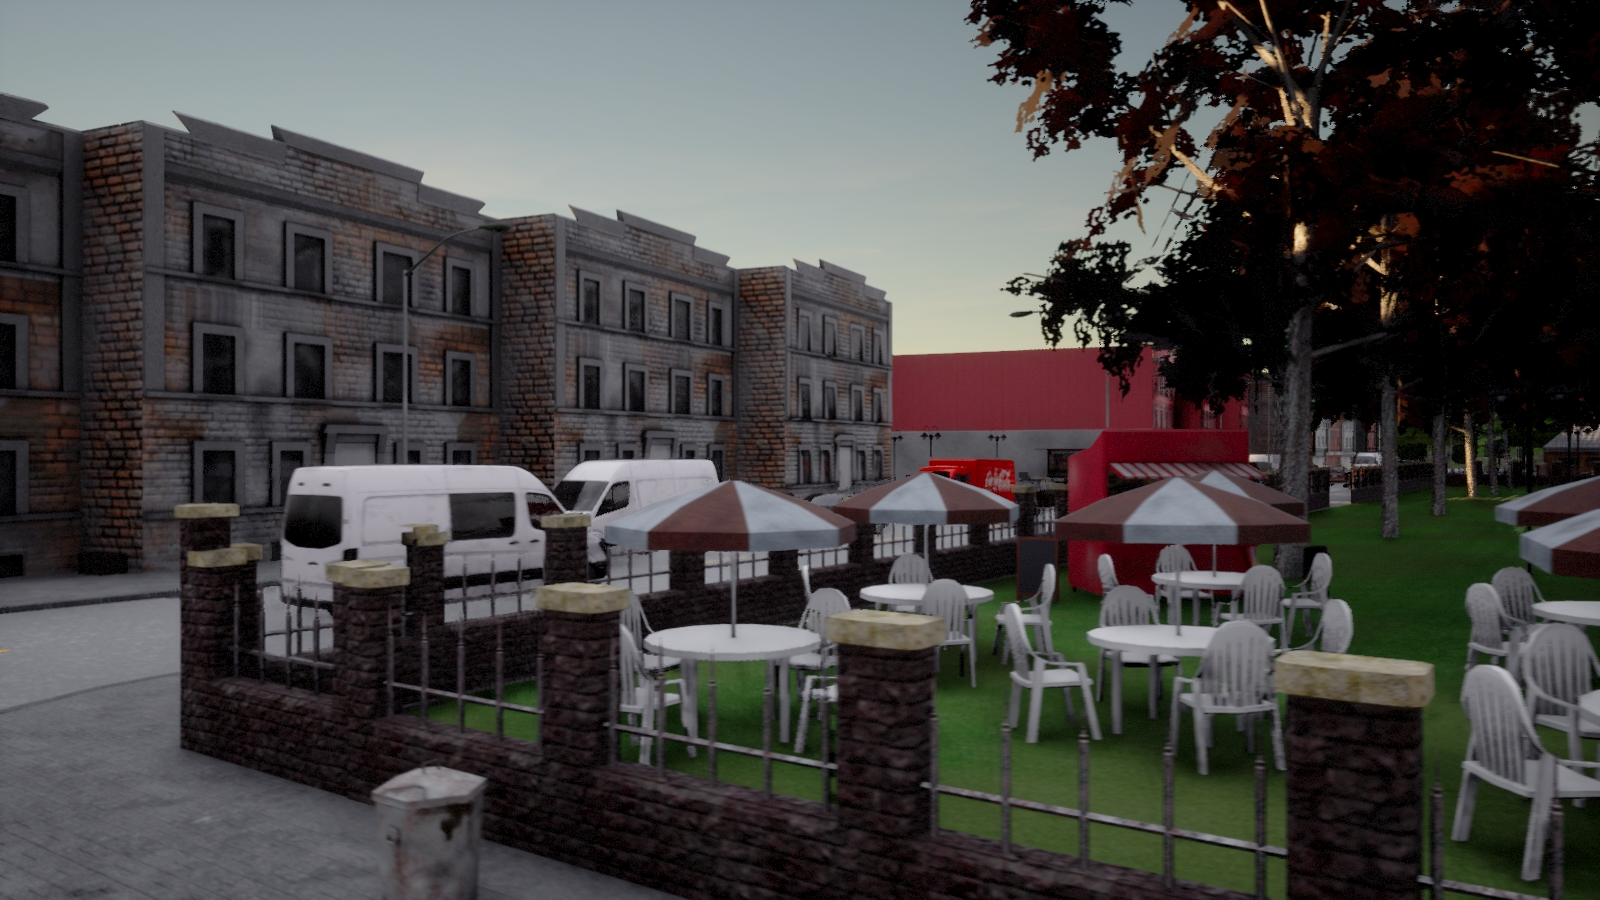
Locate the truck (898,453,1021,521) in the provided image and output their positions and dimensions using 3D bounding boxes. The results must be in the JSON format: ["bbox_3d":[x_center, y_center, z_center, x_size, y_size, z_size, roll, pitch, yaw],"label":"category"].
[{"bbox_3d":[6.281,1.356,44.374,2.627,2.467,5.204,0,0,35],"label":"truck"}]

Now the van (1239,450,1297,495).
[{"bbox_3d":[28.223,1.315,68.765,1.988,2.561,5.915,0,0,35],"label":"van"}]

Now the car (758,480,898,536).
[{"bbox_3d":[1.004,1.815,36.839,2.097,1.535,5.006,0,0,35],"label":"car"}]

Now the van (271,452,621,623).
[{"bbox_3d":[-5.950,1.315,20.119,1.988,2.561,5.915,0,0,35],"label":"van"}]

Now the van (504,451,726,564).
[{"bbox_3d":[-4.514,1.315,28.947,1.988,2.561,5.915,0,0,35],"label":"van"}]

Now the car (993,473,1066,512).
[{"bbox_3d":[10.048,1.807,49.771,1.789,1.549,3.705,0,0,35],"label":"car"}]
